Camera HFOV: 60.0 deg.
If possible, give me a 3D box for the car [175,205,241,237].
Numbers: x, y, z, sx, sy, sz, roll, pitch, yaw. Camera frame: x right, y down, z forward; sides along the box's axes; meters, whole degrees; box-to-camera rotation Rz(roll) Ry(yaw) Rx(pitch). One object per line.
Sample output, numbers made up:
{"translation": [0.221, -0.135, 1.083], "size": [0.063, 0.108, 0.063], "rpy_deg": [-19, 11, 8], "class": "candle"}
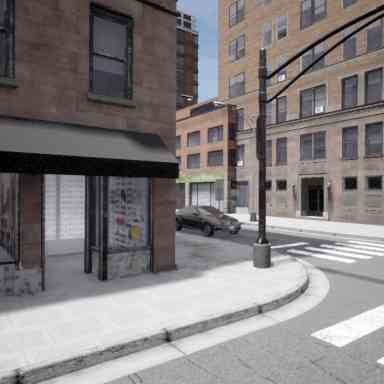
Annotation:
{"translation": [0.600, 1.444, 17.920], "size": [1.812, 1.442, 4.674], "rpy_deg": [0, 0, -34], "class": "car"}
